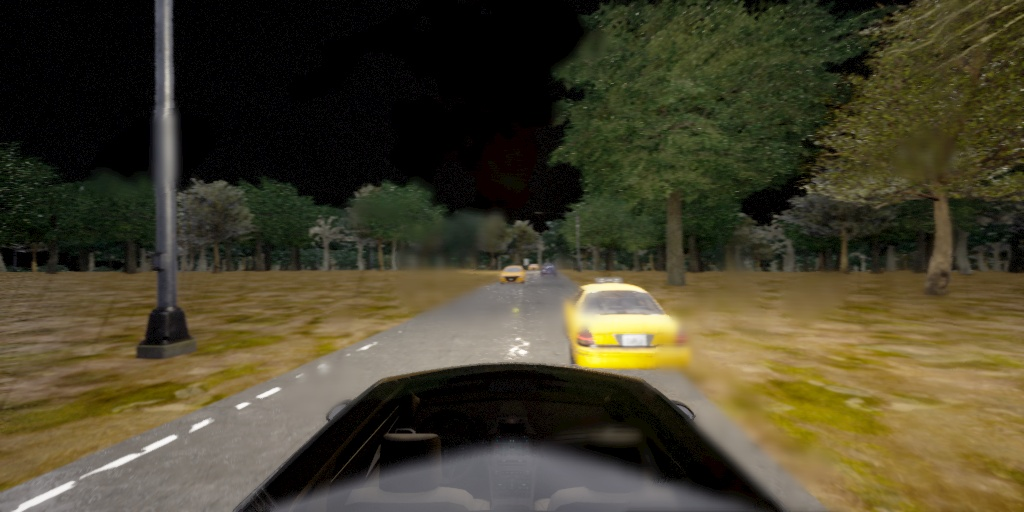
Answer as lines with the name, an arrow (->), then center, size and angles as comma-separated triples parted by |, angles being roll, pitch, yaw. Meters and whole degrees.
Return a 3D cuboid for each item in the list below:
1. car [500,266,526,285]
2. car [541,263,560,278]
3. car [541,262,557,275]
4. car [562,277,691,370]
car -> 0.161, 1.600, 30.627 | 1.882, 1.535, 5.008 | -1, -1, 5
car -> 4.431, 1.756, 41.869 | 1.812, 1.442, 4.674 | -1, -1, 6
car -> 5.327, 1.742, 51.802 | 2.097, 1.767, 4.553 | -1, -1, 6
car -> 2.081, 1.231, 7.789 | 1.801, 1.575, 5.366 | -1, -1, 7
